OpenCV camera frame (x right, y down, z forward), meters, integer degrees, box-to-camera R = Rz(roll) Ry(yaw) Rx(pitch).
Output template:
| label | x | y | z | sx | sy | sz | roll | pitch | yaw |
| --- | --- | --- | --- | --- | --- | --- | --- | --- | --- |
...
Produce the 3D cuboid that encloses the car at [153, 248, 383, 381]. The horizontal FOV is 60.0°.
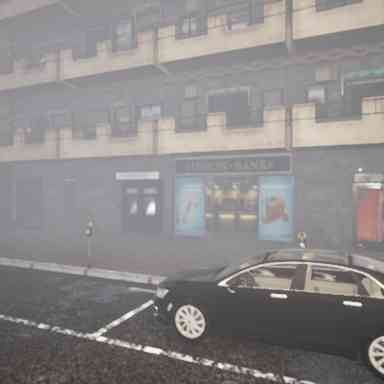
| label | x | y | z | sx | sy | sz | roll | pitch | yaw |
| --- | --- | --- | --- | --- | --- | --- | --- | --- | --- |
| car | 1.504 | 1.552 | 5.108 | 4.403 | 1.369 | 2.008 | 0 | 0 | 24 |
